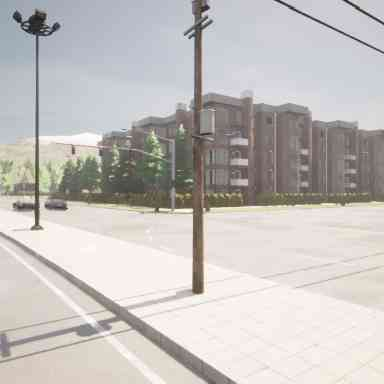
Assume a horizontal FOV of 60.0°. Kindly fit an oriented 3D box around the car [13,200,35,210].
[{"bbox_3d":[-21.200,1.601,41.791,1.895,1.301,4.718,0,0,-36],"label":"car"}]

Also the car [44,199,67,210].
[{"bbox_3d":[-17.511,1.564,42.685,1.994,1.385,4.181,0,0,-36],"label":"car"}]
